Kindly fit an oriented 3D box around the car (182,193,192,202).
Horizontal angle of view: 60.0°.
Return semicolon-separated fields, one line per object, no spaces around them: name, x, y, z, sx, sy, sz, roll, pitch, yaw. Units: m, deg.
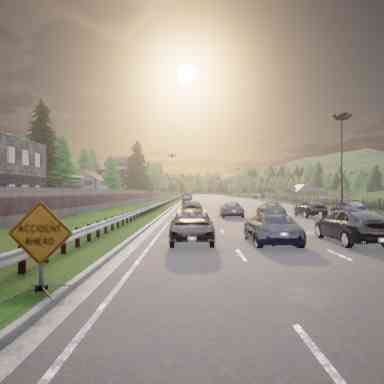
car;-1.050;1.204;76.759;2.150;2.045;5.566;0;0;0

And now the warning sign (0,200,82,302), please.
warning sign;-3.050;1.114;6.729;1.300;1.860;1.060;0;0;0

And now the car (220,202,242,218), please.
car;3.500;1.573;29.650;1.994;1.385;4.181;0;0;0

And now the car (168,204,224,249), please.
car;0.000;1.495;14.650;2.128;1.511;4.902;0;0;0

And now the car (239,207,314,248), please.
car;3.500;1.573;14.650;1.994;1.385;4.181;0;0;0

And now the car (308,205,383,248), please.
car;7.000;1.517;14.650;1.837;1.490;4.892;0;0;0

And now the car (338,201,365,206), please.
car;14.000;1.533;29.650;1.812;1.442;4.674;0;0;0

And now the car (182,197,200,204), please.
car;0.000;1.517;29.650;1.837;1.490;4.892;0;0;0

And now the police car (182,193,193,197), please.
police car;-1.050;1.425;66.839;1.930;1.638;5.238;0;0;0

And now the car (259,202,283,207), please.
car;7.000;1.573;29.650;1.994;1.385;4.181;0;0;0

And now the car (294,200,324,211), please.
car;10.500;1.517;29.650;1.837;1.490;4.892;0;0;0
